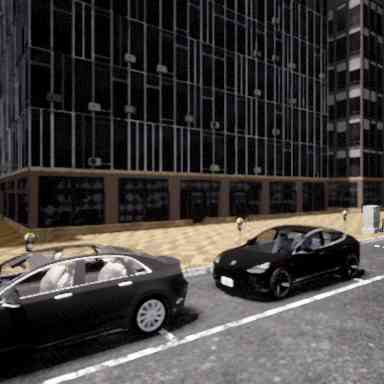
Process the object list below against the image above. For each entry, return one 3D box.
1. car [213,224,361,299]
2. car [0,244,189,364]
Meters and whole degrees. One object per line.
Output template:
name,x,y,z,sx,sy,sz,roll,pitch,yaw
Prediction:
car,2.528,1.524,8.353,4.313,1.339,1.947,0,0,-35
car,-2.109,1.544,5.050,4.403,1.369,2.008,0,0,-35
